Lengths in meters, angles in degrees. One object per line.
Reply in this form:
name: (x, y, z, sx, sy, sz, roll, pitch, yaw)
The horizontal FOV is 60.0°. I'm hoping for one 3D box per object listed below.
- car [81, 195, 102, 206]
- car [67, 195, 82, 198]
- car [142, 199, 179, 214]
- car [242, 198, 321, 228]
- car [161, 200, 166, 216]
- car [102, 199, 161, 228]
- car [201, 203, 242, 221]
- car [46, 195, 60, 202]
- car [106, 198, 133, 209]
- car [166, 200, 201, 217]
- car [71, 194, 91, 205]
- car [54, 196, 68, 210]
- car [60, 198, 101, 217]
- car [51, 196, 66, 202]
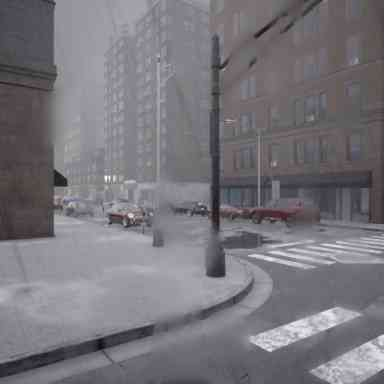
car: (-15.899, 1.457, 53.972, 1.837, 1.490, 4.892, 0, 0, -35)
car: (-20.062, 1.428, 54.593, 1.882, 1.535, 5.008, 0, 0, -35)
car: (-3.445, 1.529, 35.751, 2.008, 1.369, 4.403, 0, 0, -35)
car: (6.084, 1.309, 22.193, 2.192, 1.841, 5.009, 0, 0, -35)
car: (-4.205, 1.507, 32.037, 1.812, 1.442, 4.674, 0, 0, -35)
car: (-4.054, 1.430, 21.789, 1.967, 1.590, 4.097, 0, 0, -35)
car: (2.907, 1.571, 26.712, 1.802, 1.307, 4.206, 0, 0, -35)
car: (-32.029, 1.471, 76.424, 2.008, 1.369, 4.403, 0, 0, -35)
car: (-9.797, 1.532, 44.789, 1.947, 1.339, 4.313, 0, 0, -35)
car: (-0.269, 1.550, 31.231, 1.947, 1.339, 4.313, 0, 0, -35)
car: (-19.933, 1.298, 59.656, 2.097, 1.767, 4.553, 0, 0, -35)
car: (-16.761, 1.512, 39.871, 1.887, 1.381, 4.507, 0, 0, -35)
car: (-10.407, 1.530, 30.830, 2.008, 1.369, 4.403, 0, 0, -35)
car: (-28.853, 1.478, 71.905, 2.008, 1.369, 4.403, 0, 0, -35)
